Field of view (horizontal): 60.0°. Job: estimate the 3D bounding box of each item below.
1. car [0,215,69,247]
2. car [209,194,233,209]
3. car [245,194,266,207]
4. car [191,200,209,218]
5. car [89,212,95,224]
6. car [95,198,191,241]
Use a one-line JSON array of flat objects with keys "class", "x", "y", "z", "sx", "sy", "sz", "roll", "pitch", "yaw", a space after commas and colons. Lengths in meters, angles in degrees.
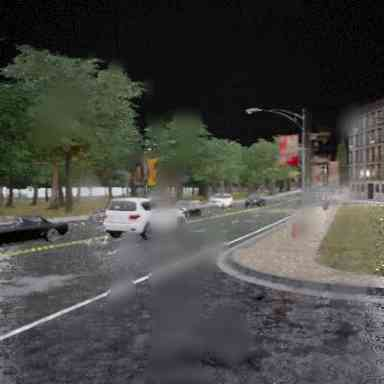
[{"class": "car", "x": -7.773, "y": 1.686, "z": 14.457, "sx": 1.895, "sy": 1.301, "sz": 4.718, "roll": 0, "pitch": 0, "yaw": 25}, {"class": "car", "x": 4.104, "y": 1.310, "z": 47.280, "sx": 2.150, "sy": 2.045, "sz": 5.566, "roll": 0, "pitch": 0, "yaw": 26}, {"class": "car", "x": 10.107, "y": 1.297, "z": 52.363, "sx": 2.150, "sy": 2.045, "sz": 5.566, "roll": 0, "pitch": 0, "yaw": 25}, {"class": "car", "x": -0.595, "y": 1.484, "z": 29.748, "sx": 2.097, "sy": 1.767, "sz": 4.553, "roll": 0, "pitch": 0, "yaw": 25}, {"class": "car", "x": -5.957, "y": 1.644, "z": 25.968, "sx": 1.812, "sy": 1.442, "sz": 4.674, "roll": 0, "pitch": 0, "yaw": 25}, {"class": "car", "x": -2.350, "y": 1.340, "z": 17.893, "sx": 2.150, "sy": 2.045, "sz": 5.566, "roll": 0, "pitch": 0, "yaw": 25}]
